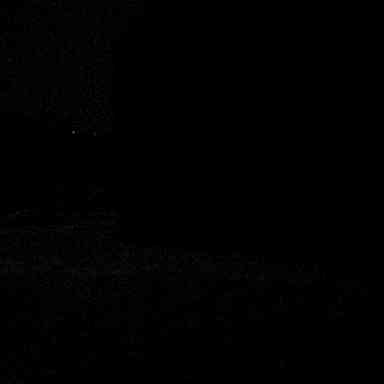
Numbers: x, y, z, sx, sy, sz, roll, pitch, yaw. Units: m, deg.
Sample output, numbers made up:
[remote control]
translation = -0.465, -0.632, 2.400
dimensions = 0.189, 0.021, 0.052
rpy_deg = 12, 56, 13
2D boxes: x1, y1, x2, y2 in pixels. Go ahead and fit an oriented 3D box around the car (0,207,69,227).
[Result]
[car]
translation = -11.662, 1.824, 24.995
dimensions = 1.752, 1.417, 4.829
rpy_deg = -2, -1, 36
